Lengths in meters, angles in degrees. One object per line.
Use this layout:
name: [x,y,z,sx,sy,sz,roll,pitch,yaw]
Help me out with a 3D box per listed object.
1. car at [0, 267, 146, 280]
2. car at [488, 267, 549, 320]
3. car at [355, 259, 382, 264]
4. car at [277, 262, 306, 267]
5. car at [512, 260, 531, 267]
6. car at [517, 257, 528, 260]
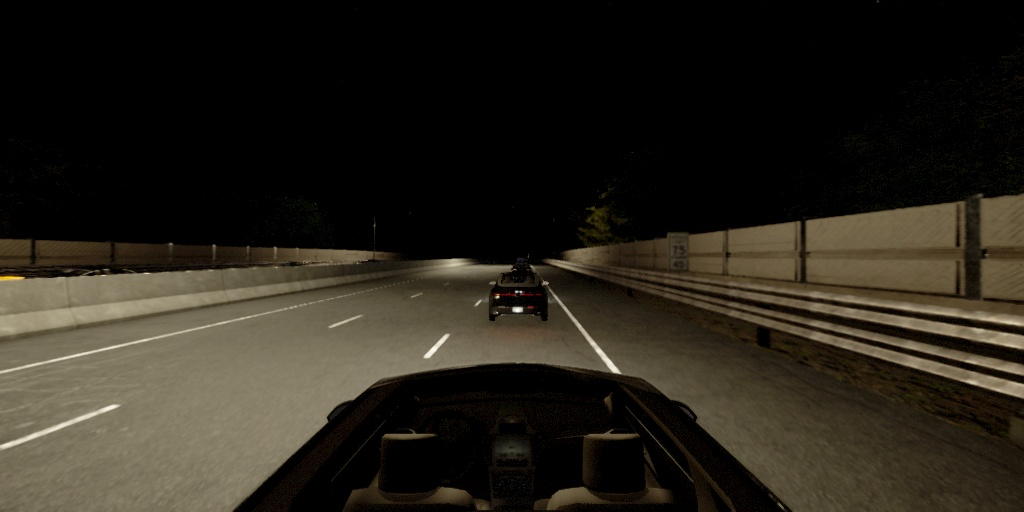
car: [-17.312,1.231,14.529,1.837,1.490,4.892,0,0,2]
car: [0.237,1.298,12.619,1.837,1.490,4.892,0,0,2]
car: [-16.512,1.282,39.687,1.994,1.385,4.181,0,0,2]
car: [-20.241,1.281,32.836,1.994,1.385,4.181,0,0,2]
car: [0.959,1.345,36.084,1.895,1.301,4.718,0,0,2]
car: [1.460,1.224,52.371,2.128,1.511,4.902,0,0,2]
